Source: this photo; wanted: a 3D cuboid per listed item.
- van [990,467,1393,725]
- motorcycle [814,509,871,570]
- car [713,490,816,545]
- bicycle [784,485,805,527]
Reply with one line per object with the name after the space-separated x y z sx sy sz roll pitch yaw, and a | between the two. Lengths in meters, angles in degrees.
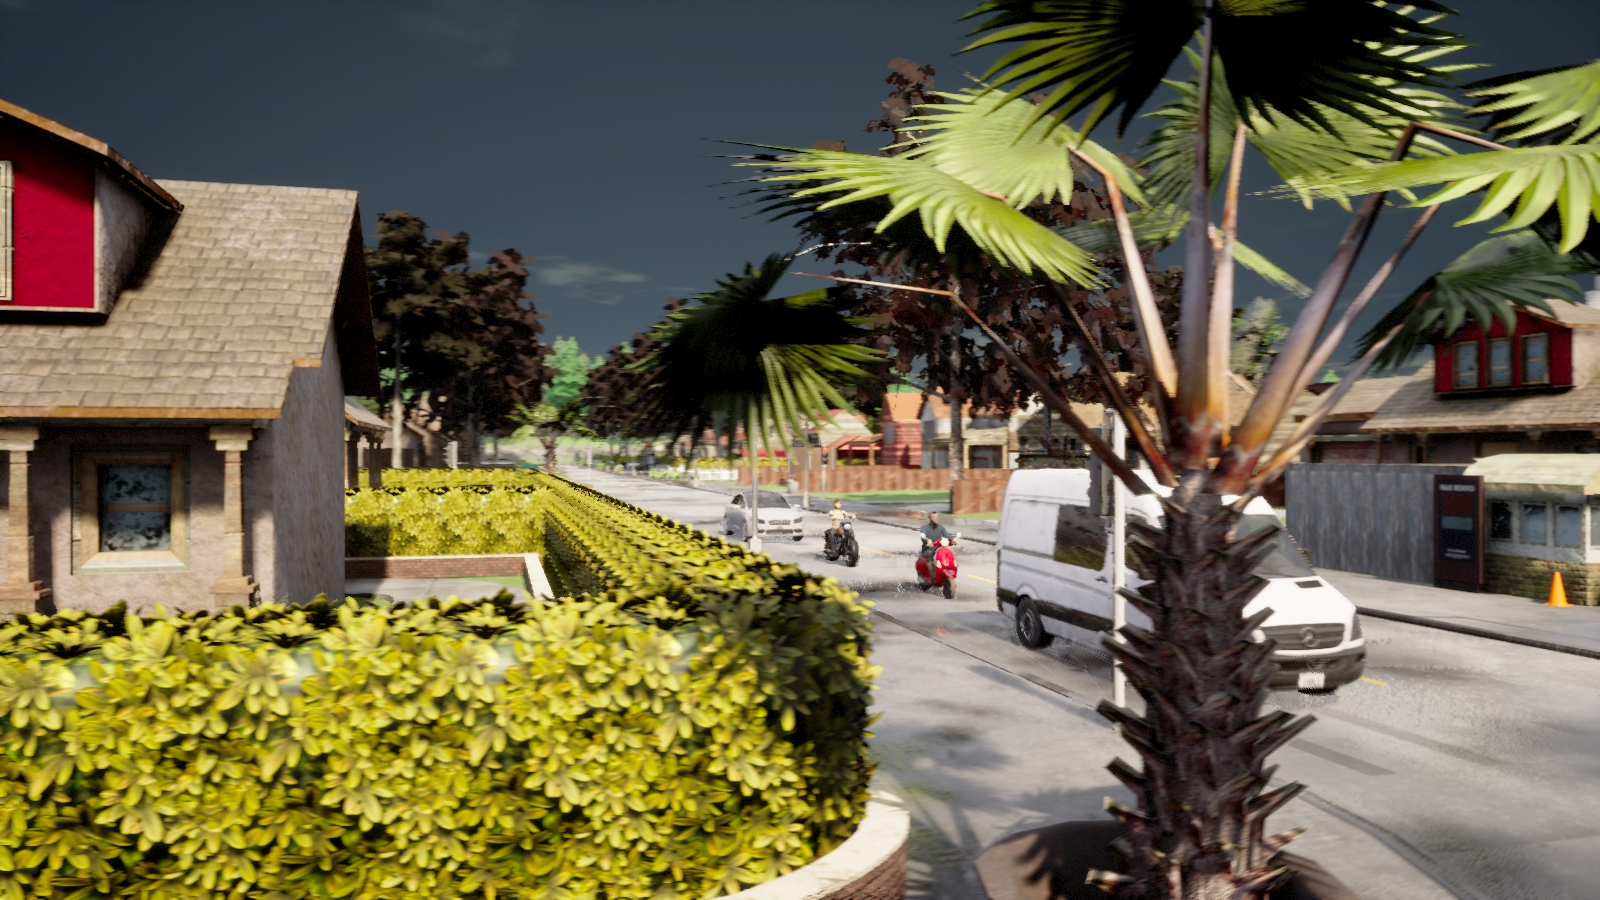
4.634 1.551 14.851 1.988 2.561 5.915 0 0 -15 | van
1.025 2.188 28.314 0.764 1.307 2.356 0 0 -15 | motorcycle
-1.227 2.106 36.733 2.231 1.480 4.892 0 0 -15 | car
-0.217 2.111 43.288 0.329 1.471 1.835 0 0 -15 | bicycle
